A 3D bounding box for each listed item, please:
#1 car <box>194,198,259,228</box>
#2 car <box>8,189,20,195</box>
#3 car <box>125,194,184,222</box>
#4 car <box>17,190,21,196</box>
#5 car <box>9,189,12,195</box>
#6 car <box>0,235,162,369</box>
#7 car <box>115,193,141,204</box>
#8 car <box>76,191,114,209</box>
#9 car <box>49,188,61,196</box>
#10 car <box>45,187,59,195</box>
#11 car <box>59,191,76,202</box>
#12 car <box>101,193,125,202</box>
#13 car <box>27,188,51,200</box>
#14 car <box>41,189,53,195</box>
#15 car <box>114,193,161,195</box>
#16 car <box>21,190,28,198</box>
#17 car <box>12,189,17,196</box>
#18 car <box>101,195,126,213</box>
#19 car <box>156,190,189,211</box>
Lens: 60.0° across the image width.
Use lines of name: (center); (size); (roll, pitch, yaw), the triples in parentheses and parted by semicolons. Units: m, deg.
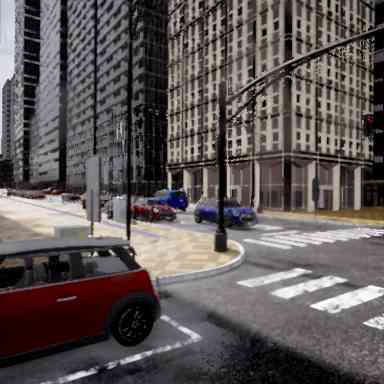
car: (2.120, 1.208, 21.136); (2.097, 1.767, 4.553); (1, 1, -34)
car: (-41.708, -0.002, 77.941); (1.887, 1.381, 4.507); (2, 0, -36)
car: (-2.745, 1.182, 23.569); (1.967, 1.590, 4.097); (2, 0, -36)
car: (-31.969, 0.319, 64.348); (1.887, 1.381, 4.507); (2, 0, -36)
car: (-38.463, 0.126, 73.410); (1.947, 1.339, 4.313); (2, 0, -36)
car: (-2.558, 1.446, 4.736); (4.097, 1.590, 1.967); (1, 0, -36)
car: (-9.062, 0.903, 46.768); (1.752, 1.417, 4.829); (2, 0, -36)
car: (-9.234, 0.842, 32.631); (2.192, 1.841, 5.009); (2, 0, -36)
car: (-31.698, 0.175, 78.358); (1.887, 1.381, 4.507); (2, 0, -36)
car: (-34.938, -0.162, 82.891); (2.192, 1.841, 5.009); (2, 0, -36)
car: (-17.654, 0.800, 48.936); (1.895, 1.301, 4.718); (1, 1, -35)
car: (-12.212, 0.840, 51.162); (1.947, 1.339, 4.313); (2, 0, -36)
car: (-25.475, 0.534, 55.286); (1.887, 1.381, 4.507); (2, 0, -36)
car: (-38.194, -0.018, 87.424); (1.947, 1.339, 4.313); (2, 0, -36)
car: (-5.232, 1.103, 31.461); (2.128, 1.511, 4.902); (1, 1, -36)
car: (-28.722, 0.433, 59.817); (2.008, 1.369, 4.403); (2, 0, -36)
car: (-35.215, 0.218, 68.879); (2.008, 1.369, 4.403); (2, 0, -36)
car: (-5.997, 1.216, 28.099); (1.802, 1.307, 4.206); (2, 0, -36)
car: (-2.550, 0.863, 33.222); (2.150, 2.045, 5.566); (1, 1, -36)
